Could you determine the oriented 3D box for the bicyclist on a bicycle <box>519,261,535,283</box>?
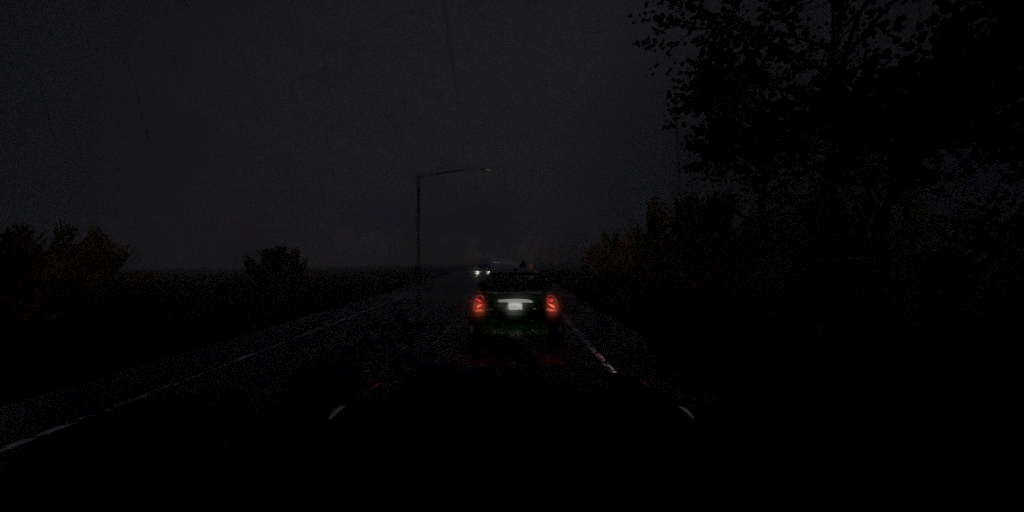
[{"bbox_3d":[0.905,1.179,17.118,0.866,1.612,1.509,0,0,0],"label":"bicyclist on a bicycle"}]

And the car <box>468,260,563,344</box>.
[{"bbox_3d":[0.073,1.098,9.774,2.097,1.767,4.553,0,0,0],"label":"car"}]

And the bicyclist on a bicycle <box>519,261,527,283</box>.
[{"bbox_3d":[0.842,1.191,27.235,0.582,1.620,1.656,0,0,0],"label":"bicyclist on a bicycle"}]
